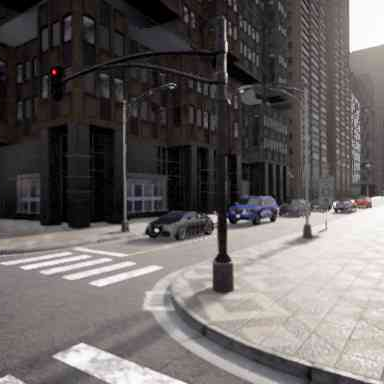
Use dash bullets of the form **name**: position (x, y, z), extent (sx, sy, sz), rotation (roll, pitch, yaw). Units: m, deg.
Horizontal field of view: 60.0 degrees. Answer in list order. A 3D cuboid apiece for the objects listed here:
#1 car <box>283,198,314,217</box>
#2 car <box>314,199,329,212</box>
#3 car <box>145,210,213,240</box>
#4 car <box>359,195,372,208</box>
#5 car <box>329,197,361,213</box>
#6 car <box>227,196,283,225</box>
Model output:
- **car**: position (10.362, 1.498, 33.706), extent (2.097, 1.767, 4.553), rotation (-1, 0, 35)
- **car**: position (16.267, 1.643, 42.167), extent (2.128, 1.511, 4.902), rotation (-1, 0, 34)
- **car**: position (-0.607, 1.697, 17.878), extent (1.994, 1.385, 4.181), rotation (-1, 0, 35)
- **car**: position (25.873, 1.476, 50.494), extent (2.097, 1.767, 4.553), rotation (-1, 0, 35)
- **car**: position (18.137, 1.666, 39.326), extent (2.033, 1.411, 5.357), rotation (-1, 0, 34)
- **car**: position (4.801, 1.361, 25.698), extent (2.150, 2.045, 5.566), rotation (-1, 0, 35)
